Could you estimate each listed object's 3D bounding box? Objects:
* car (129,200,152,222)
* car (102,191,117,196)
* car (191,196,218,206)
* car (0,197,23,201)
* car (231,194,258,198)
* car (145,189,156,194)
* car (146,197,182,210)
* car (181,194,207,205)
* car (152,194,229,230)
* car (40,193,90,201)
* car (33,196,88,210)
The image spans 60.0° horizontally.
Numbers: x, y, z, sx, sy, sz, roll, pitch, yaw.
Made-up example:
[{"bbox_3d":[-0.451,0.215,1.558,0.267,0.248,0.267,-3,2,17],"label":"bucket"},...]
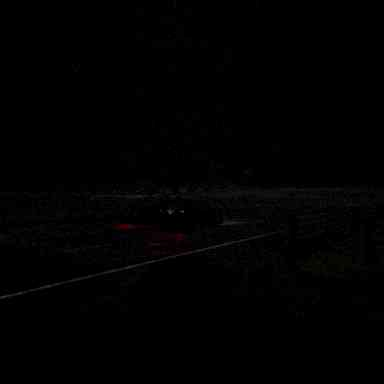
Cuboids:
[{"bbox_3d":[-2.149,1.303,23.412,1.882,1.535,5.008,1,0,37],"label":"car"},{"bbox_3d":[-15.734,0.529,61.916,2.033,1.411,5.357,1,2,22],"label":"car"},{"bbox_3d":[1.997,1.433,52.660,1.837,1.490,4.892,1,-1,37],"label":"car"},{"bbox_3d":[-14.495,1.133,24.745,2.128,1.511,4.902,1,0,37],"label":"car"},{"bbox_3d":[9.357,1.332,56.618,2.150,2.045,5.566,1,-1,37],"label":"car"},{"bbox_3d":[-9.683,0.131,76.245,2.128,1.511,4.902,1,2,23],"label":"car"},{"bbox_3d":[-3.285,1.359,39.777,1.994,1.385,4.181,1,0,37],"label":"car"},{"bbox_3d":[0.413,1.262,56.367,2.097,1.767,4.553,1,0,37],"label":"car"},{"bbox_3d":[0.027,1.218,20.471,2.097,1.767,4.553,1,0,37],"label":"car"},{"bbox_3d":[-12.377,1.123,33.445,1.882,1.535,5.008,1,0,37],"label":"car"},{"bbox_3d":[-14.382,1.155,36.612,2.033,1.411,5.357,1,0,37],"label":"car"}]
